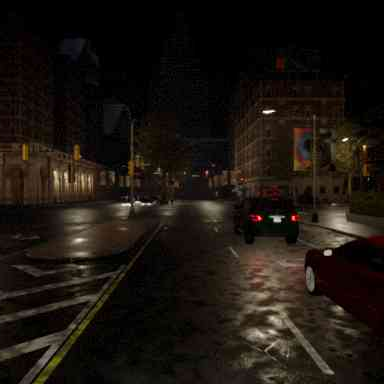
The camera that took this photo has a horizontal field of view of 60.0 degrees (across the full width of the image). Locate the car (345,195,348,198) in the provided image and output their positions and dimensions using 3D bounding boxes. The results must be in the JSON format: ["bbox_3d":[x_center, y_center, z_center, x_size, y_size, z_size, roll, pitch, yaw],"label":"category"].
[{"bbox_3d":[36.687,1.480,78.785,2.231,1.521,4.892,0,0,-1],"label":"car"}]

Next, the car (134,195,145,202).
[{"bbox_3d":[-12.803,1.524,81.196,2.128,1.511,4.902,0,0,-1],"label":"car"}]

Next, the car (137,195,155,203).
[{"bbox_3d":[-9.084,1.562,66.467,1.994,1.385,4.181,0,0,0],"label":"car"}]

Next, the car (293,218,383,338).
[{"bbox_3d":[3.521,1.478,5.663,1.882,1.535,5.008,0,0,-1],"label":"car"}]

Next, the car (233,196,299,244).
[{"bbox_3d":[3.356,1.221,15.942,2.150,2.045,5.566,0,0,-1],"label":"car"}]

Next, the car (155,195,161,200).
[{"bbox_3d":[-9.302,1.499,81.146,1.837,1.490,4.892,0,0,-1],"label":"car"}]

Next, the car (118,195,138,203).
[{"bbox_3d":[-12.579,1.491,66.153,2.128,1.511,4.902,0,0,0],"label":"car"}]
